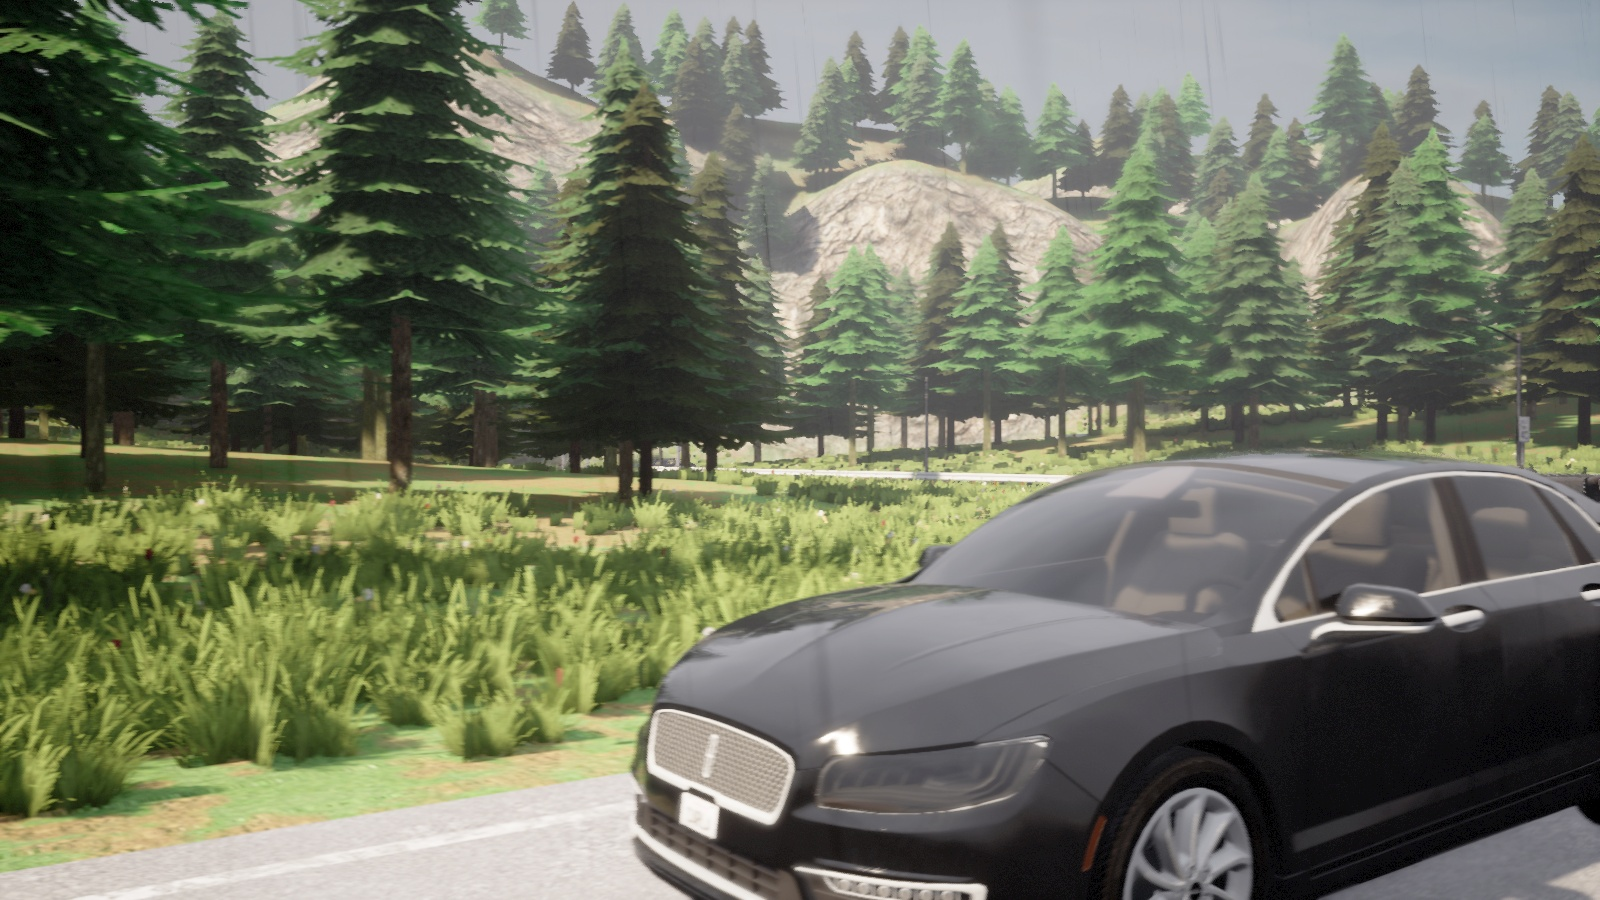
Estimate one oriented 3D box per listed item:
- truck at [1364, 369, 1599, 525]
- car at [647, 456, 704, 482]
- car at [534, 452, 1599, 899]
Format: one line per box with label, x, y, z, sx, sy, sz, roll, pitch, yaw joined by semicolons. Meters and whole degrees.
truck;18.024;-0.062;30.019;2.891;3.462;7.936;0;0;-35
car;-9.021;1.368;91.129;3.633;1.501;1.845;-6;1;-45
car;1.652;0.758;4.808;4.892;1.490;1.837;0;0;-35
